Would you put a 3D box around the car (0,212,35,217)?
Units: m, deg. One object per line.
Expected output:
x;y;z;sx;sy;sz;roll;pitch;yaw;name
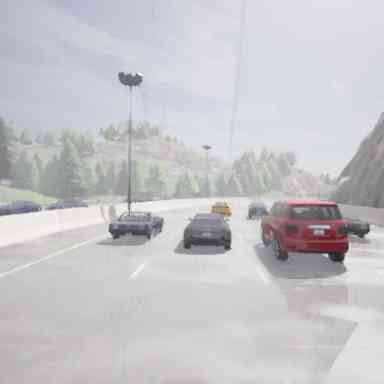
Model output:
-15.374;1.485;29.990;1.812;1.442;4.674;0;0;9;car

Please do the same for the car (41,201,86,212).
-11.646;1.350;31.186;2.097;1.767;4.553;1;0;9;car

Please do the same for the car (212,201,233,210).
3.137;1.629;34.123;1.882;1.535;5.008;0;0;10;car

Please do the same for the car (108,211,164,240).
-2.663;1.637;17.207;1.895;1.301;4.718;1;0;5;car

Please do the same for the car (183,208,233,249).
0.736;1.625;14.942;1.994;1.385;4.181;0;0;4;car

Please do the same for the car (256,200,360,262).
4.022;1.307;12.731;2.150;2.045;5.566;0;0;4;car

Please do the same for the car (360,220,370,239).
7.994;1.744;18.504;1.895;1.301;4.718;1;0;6;car

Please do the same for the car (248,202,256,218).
6.393;1.702;32.269;1.812;1.442;4.674;0;0;10;car
